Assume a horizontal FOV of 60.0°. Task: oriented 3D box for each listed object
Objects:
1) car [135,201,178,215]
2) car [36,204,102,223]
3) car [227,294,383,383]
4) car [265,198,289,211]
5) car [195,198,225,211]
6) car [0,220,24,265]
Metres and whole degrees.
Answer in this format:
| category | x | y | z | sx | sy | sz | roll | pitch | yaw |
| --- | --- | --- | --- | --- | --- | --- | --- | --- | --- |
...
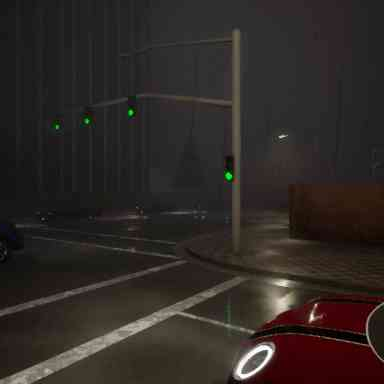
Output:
| category | x | y | z | sx | sy | sz | roll | pitch | yaw |
| --- | --- | --- | --- | --- | --- | --- | --- | --- | --- |
| car | -3.524 | 1.601 | 33.593 | 1.895 | 1.301 | 4.718 | 0 | 0 | 35 |
| car | -9.303 | 1.601 | 25.436 | 1.895 | 1.301 | 4.718 | 0 | 0 | 35 |
| car | 2.471 | 1.352 | 2.195 | 4.553 | 1.767 | 2.097 | 0 | 0 | 36 |
| car | 10.758 | 1.491 | 41.319 | 2.128 | 1.511 | 4.902 | 0 | 0 | 36 |
| car | 2.318 | 1.491 | 41.805 | 2.128 | 1.511 | 4.902 | 0 | 0 | 36 |
| car | -7.718 | 1.221 | 9.154 | 2.150 | 2.045 | 5.566 | 0 | 0 | 35 |
